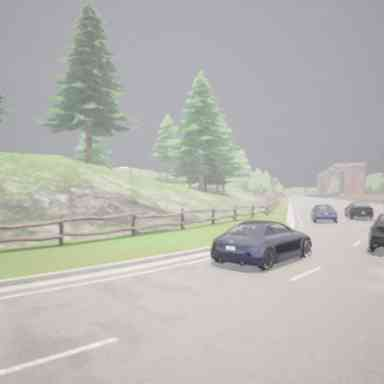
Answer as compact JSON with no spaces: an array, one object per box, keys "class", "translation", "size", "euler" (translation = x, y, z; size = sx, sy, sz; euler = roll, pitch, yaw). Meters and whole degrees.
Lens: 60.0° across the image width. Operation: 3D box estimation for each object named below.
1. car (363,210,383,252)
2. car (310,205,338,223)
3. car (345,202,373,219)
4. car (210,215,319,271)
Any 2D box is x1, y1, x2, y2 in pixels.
[{"class":"car","translation":[8.528,1.608,13.755],"size":[1.837,1.490,4.892],"euler":[0,0,34]},{"class":"car","translation":[11.218,1.774,28.333],"size":[2.033,1.411,5.357],"euler":[0,-1,17]},{"class":"car","translation":[15.817,1.721,31.620],"size":[1.882,1.535,5.008],"euler":[0,-1,17]},{"class":"car","translation":[2.489,1.663,11.471],"size":[1.994,1.385,4.181],"euler":[-1,-1,42]}]
